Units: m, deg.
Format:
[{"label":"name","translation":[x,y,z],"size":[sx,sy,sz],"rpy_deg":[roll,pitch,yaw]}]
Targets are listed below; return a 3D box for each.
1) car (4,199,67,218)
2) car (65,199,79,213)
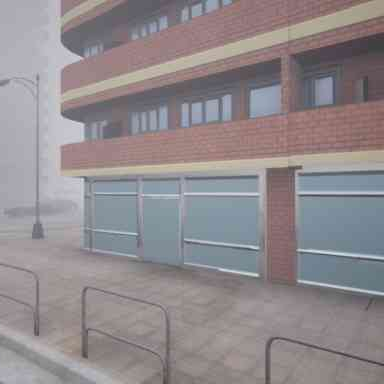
[{"label":"car","translation":[-14.169,1.601,29.949],"size":[1.895,1.301,4.718],"rpy_deg":[0,0,36]},{"label":"car","translation":[-14.453,1.505,35.484],"size":[1.837,1.490,4.892],"rpy_deg":[0,0,36]}]
